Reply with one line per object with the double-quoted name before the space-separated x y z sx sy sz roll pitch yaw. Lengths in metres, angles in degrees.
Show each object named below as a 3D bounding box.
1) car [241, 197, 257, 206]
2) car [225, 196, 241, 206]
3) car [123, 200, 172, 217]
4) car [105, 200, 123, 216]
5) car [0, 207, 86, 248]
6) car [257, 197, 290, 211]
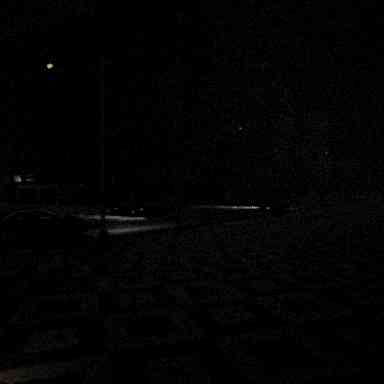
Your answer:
"car" 9.500 1.412 48.972 1.994 1.385 4.181 -1 0 36
"car" 6.733 1.402 50.694 1.812 1.442 4.674 -1 0 36
"car" -3.710 1.447 30.473 1.812 1.442 4.674 -1 0 35
"car" -6.338 1.475 32.386 1.812 1.442 4.674 -1 0 35
"car" -6.970 1.414 14.447 2.128 1.511 4.902 -1 0 35
"car" 9.472 1.421 37.671 1.895 1.301 4.718 -1 0 35
